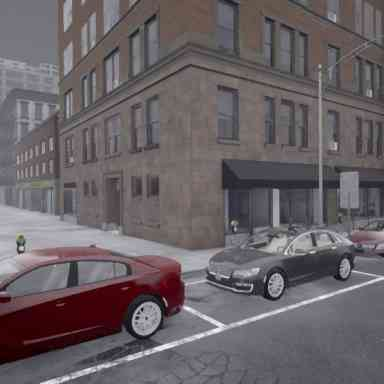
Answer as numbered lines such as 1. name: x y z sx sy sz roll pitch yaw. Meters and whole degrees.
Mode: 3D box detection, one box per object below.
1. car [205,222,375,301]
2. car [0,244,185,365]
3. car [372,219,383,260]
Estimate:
1. car: 2.319 1.550 8.208 4.403 1.369 2.008 0 -1 -36
2. car: -2.221 1.544 4.958 4.507 1.381 1.887 0 -1 -36
3. car: 6.859 1.581 11.458 4.206 1.307 1.802 0 -1 -36
